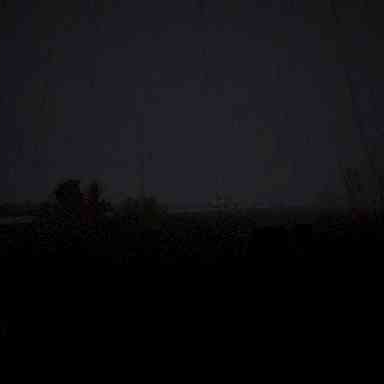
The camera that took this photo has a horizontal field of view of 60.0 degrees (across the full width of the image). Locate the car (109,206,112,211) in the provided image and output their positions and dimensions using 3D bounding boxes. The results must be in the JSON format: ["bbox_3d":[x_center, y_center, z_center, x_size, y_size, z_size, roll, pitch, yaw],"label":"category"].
[{"bbox_3d":[-11.507,1.844,37.779,2.033,1.411,5.357,-1,-1,36],"label":"car"}]

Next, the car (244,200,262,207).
[{"bbox_3d":[11.857,2.224,64.056,1.895,1.301,4.718,-1,-1,36],"label":"car"}]

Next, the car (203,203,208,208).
[{"bbox_3d":[4.089,2.135,59.297,2.033,1.411,5.357,-1,-1,36],"label":"car"}]

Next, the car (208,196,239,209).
[{"bbox_3d":[5.643,1.726,55.346,2.150,2.045,5.566,-1,-1,38],"label":"car"}]
